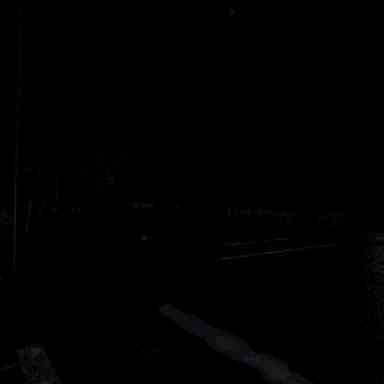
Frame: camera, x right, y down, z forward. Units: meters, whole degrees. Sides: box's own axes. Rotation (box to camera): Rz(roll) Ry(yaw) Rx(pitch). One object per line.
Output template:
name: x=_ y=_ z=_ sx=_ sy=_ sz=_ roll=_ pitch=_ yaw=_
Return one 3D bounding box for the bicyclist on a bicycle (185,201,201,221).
bicyclist on a bicycle: x=0.083 y=1.564 z=27.658 sx=1.656 sy=1.620 sz=0.582 roll=1 pitch=0 yaw=-36

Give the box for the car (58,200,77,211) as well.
car: x=-16.913 y=1.784 z=45.185 sx=1.812 sy=1.442 sz=4.674 roll=1 pitch=-1 yaw=-32
